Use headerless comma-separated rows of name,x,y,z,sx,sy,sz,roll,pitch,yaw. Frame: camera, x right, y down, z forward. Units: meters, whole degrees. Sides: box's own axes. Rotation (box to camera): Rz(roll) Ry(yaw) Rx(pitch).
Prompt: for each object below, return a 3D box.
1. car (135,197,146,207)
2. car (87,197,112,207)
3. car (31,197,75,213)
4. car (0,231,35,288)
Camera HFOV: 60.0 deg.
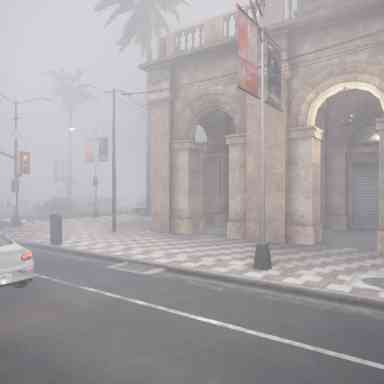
car,-6.435,1.503,50.137,1.837,1.490,4.892,0,0,36
car,-13.884,1.513,51.058,2.161,1.482,4.786,0,0,35
car,-15.569,1.351,37.366,2.097,1.767,4.553,0,0,36
car,-5.584,1.526,7.930,4.674,1.442,1.812,0,0,36
